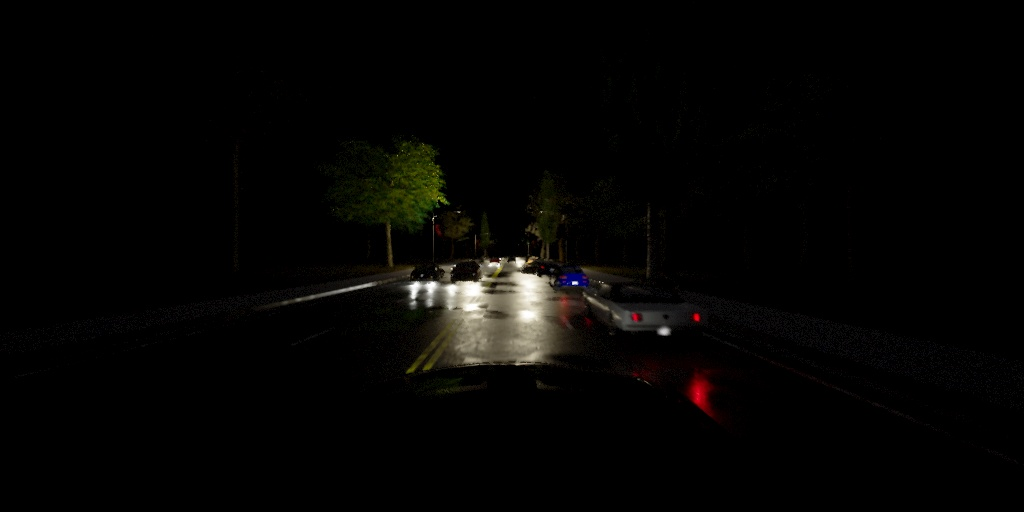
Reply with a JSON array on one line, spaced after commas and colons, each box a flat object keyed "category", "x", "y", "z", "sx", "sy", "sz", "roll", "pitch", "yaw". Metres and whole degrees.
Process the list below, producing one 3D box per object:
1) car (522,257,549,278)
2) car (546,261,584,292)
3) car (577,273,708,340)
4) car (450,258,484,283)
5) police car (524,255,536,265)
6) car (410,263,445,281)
[{"category": "car", "x": 2.632, "y": 1.126, "z": 32.917, "sx": 2.163, "sy": 1.488, "sz": 4.792, "roll": 0, "pitch": 0, "yaw": -19}, {"category": "car", "x": 3.245, "y": 1.217, "z": 20.836, "sx": 1.812, "sy": 1.442, "sz": 4.674, "roll": 0, "pitch": 0, "yaw": 0}, {"category": "car", "x": 3.248, "y": 1.328, "z": 9.867, "sx": 1.895, "sy": 1.301, "sz": 4.718, "roll": 0, "pitch": 0, "yaw": 0}, {"category": "car", "x": -3.348, "y": 1.140, "z": 26.717, "sx": 1.882, "sy": 1.535, "sz": 5.008, "roll": 0, "pitch": 1, "yaw": 0}, {"category": "police car", "x": 3.234, "y": 0.709, "z": 64.940, "sx": 1.930, "sy": 1.638, "sz": 5.238, "roll": 0, "pitch": 1, "yaw": 0}, {"category": "car", "x": -6.591, "y": 1.217, "z": 28.275, "sx": 1.994, "sy": 1.385, "sz": 4.181, "roll": 0, "pitch": 0, "yaw": 0}]
